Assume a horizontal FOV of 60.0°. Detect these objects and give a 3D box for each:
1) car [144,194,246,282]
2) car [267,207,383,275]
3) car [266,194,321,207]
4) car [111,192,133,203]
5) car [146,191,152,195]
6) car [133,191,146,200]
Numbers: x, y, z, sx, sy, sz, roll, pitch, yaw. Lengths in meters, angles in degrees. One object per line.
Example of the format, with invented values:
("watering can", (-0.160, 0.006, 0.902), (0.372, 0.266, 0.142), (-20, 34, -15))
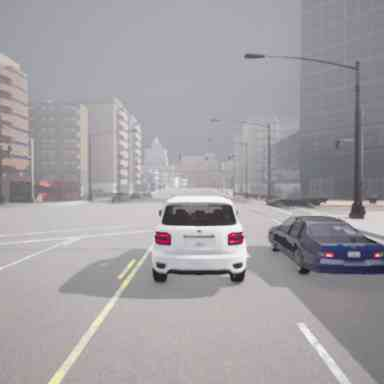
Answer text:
("car", (0.179, 1.104, 9.538), (2.150, 2.045, 5.566), (0, 1, 1))
("car", (3.697, 1.423, 10.069), (2.033, 1.411, 5.357), (0, 1, 1))
("car", (10.434, 0.963, 34.442), (5.357, 1.411, 2.033), (0, 1, 1))
("car", (-10.136, 0.753, 47.430), (1.837, 1.490, 4.892), (0, 1, 1))
("car", (-9.835, 0.536, 72.444), (1.882, 1.535, 5.008), (0, 0, 1))
("car", (-10.011, 0.706, 59.242), (1.994, 1.385, 4.181), (0, 0, 0))
